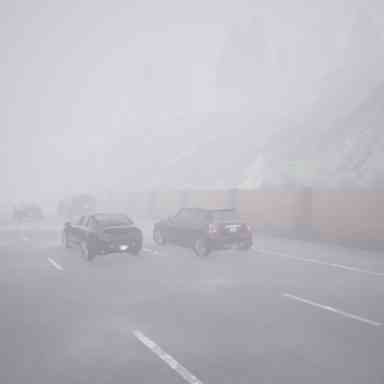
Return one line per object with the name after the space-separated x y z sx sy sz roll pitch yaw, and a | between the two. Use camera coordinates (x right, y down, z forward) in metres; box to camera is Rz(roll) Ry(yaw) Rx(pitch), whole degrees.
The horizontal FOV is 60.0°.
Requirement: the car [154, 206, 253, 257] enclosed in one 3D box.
0.245 1.347 13.263 2.097 1.767 4.553 0 0 -34 | car

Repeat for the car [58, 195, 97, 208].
-9.840 1.268 28.445 2.150 2.045 5.566 0 0 -33 | car

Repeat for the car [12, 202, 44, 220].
-14.162 1.595 28.628 1.812 1.442 4.674 0 0 -34 | car

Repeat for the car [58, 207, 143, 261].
-3.518 1.521 12.609 1.837 1.490 4.892 0 0 -34 | car
